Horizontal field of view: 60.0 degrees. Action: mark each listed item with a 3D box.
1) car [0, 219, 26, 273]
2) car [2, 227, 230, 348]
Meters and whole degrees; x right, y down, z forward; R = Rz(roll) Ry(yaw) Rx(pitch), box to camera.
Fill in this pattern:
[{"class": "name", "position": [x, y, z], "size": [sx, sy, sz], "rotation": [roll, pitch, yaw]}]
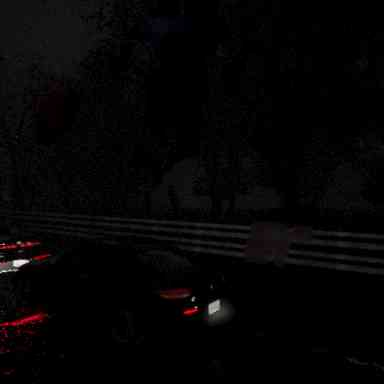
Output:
[{"class": "car", "position": [-6.268, 1.548, 9.863], "size": [4.892, 1.490, 1.837], "rotation": [0, 0, 37]}, {"class": "car", "position": [-1.522, 1.550, 6.317], "size": [4.674, 1.442, 1.812], "rotation": [0, 0, 37]}]
